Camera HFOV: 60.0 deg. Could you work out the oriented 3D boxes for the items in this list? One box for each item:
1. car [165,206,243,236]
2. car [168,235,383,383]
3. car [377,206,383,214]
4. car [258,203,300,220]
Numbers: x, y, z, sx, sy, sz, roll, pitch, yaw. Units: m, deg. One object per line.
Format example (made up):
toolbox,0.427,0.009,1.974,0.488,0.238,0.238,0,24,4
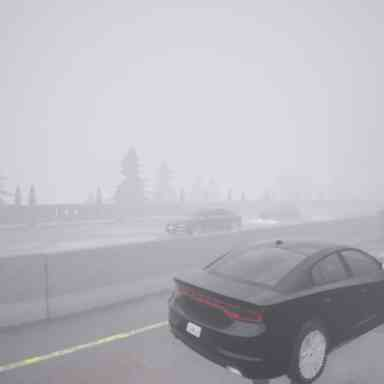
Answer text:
car,0.751,1.579,18.367,4.892,1.490,1.837,0,0,-41
car,1.961,1.495,5.521,5.008,1.535,1.882,0,0,-38
car,17.331,1.642,28.193,4.181,1.385,1.994,0,0,-41
car,7.634,1.668,29.018,4.181,1.385,1.994,0,0,-41
